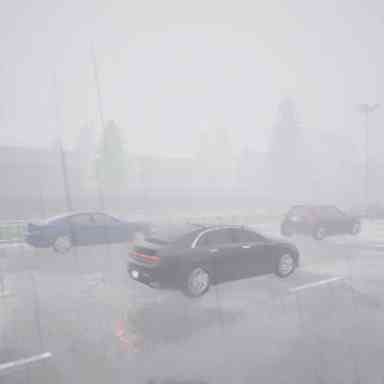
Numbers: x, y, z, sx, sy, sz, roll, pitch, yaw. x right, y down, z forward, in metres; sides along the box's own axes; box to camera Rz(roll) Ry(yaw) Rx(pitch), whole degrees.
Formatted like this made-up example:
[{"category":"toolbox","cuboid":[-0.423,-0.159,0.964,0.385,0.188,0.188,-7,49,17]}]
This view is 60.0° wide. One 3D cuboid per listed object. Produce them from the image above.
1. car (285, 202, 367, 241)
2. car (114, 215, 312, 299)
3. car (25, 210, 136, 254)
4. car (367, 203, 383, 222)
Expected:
[{"category":"car","cuboid":[6.667,1.387,17.106,4.553,1.767,2.097,0,0,-36]},{"category":"car","cuboid":[0.739,1.518,8.575,4.892,1.490,1.837,0,0,-36]},{"category":"car","cuboid":[-4.095,1.488,13.724,5.008,1.535,1.882,0,0,-36]},{"category":"car","cuboid":[14.613,1.613,27.079,5.357,1.411,2.033,0,0,-36]}]
